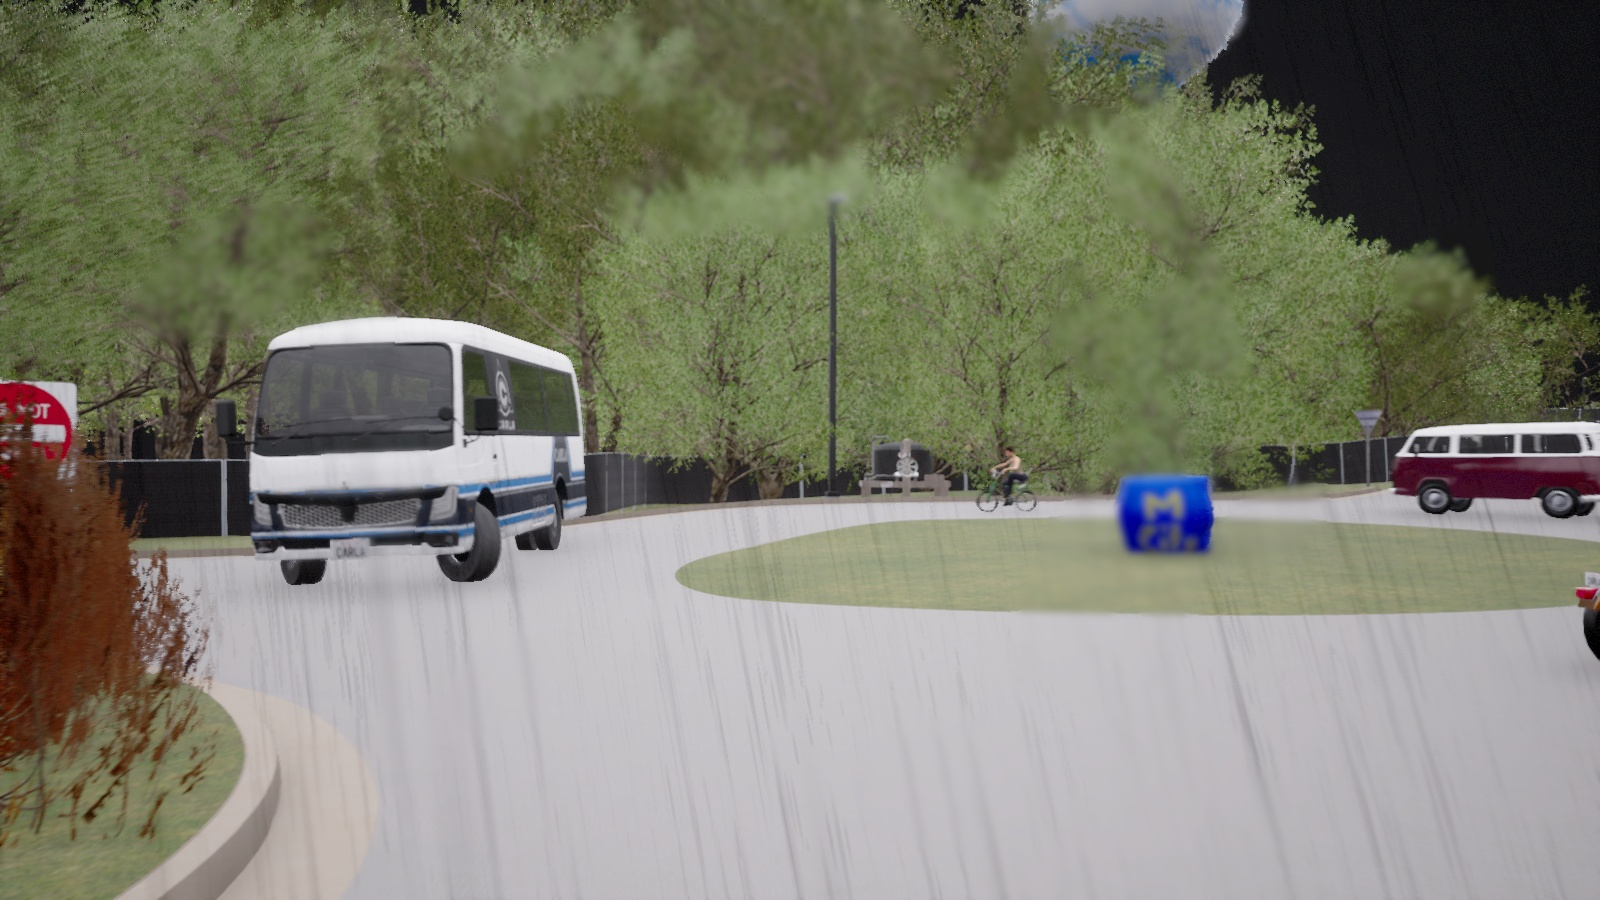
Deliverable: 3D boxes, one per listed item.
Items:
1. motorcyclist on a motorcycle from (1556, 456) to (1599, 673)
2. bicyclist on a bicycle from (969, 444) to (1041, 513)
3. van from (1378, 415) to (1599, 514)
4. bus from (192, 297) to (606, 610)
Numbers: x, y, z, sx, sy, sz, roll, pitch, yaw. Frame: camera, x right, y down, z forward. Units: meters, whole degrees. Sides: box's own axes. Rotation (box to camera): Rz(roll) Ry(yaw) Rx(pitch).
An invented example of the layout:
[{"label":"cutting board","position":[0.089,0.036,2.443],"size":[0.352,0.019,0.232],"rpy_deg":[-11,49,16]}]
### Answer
[{"label":"motorcyclist on a motorcycle","position":[7.247,0.851,9.619],"size":[2.350,1.649,0.766],"rpy_deg":[-1,-1,5]},{"label":"bicyclist on a bicycle","position":[4.969,0.683,30.481],"size":[1.509,1.612,0.866],"rpy_deg":[-1,2,-8]},{"label":"van","position":[15.552,0.313,27.907],"size":[4.480,2.038,2.069],"rpy_deg":[-1,0,44]},{"label":"bus","position":[-6.446,0.016,22.847],"size":[3.944,4.253,10.273],"rpy_deg":[-2,0,1]}]
